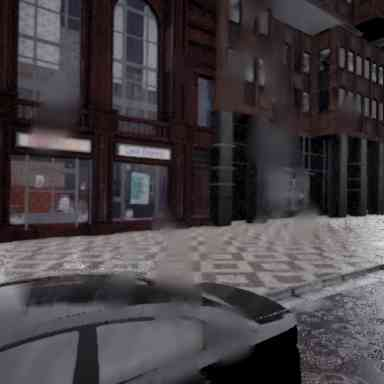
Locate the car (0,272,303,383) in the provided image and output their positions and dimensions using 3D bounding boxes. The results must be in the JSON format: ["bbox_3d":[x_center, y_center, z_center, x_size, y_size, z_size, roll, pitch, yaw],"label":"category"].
[{"bbox_3d":[-1.295,1.479,2.452,5.008,1.535,1.882,0,0,-35],"label":"car"}]
